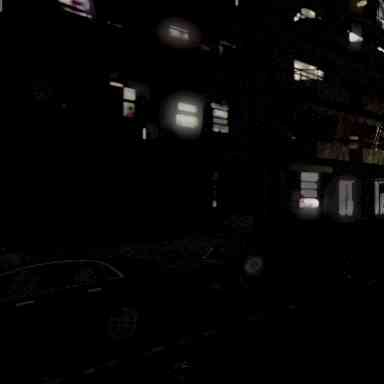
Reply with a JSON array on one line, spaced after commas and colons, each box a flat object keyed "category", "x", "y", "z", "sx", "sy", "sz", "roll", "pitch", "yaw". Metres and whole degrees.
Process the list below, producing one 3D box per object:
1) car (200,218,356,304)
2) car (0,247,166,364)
[{"category": "car", "x": 2.147, "y": 1.439, "z": 8.091, "sx": 4.097, "sy": 1.590, "sz": 1.967, "roll": 0, "pitch": 0, "yaw": -36}, {"category": "car", "x": -2.483, "y": 1.551, "z": 4.782, "sx": 4.403, "sy": 1.369, "sz": 2.008, "roll": 0, "pitch": 0, "yaw": -36}]
